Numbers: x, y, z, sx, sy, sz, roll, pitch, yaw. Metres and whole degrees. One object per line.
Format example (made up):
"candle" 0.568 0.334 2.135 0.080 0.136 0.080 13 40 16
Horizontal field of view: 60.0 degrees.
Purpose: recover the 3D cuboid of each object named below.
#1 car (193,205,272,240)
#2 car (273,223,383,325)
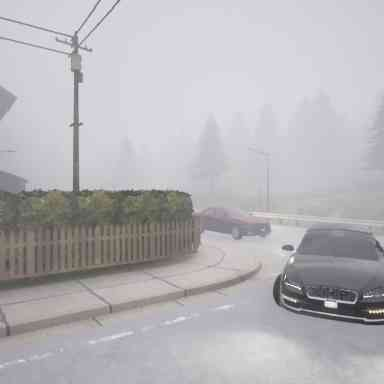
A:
"car" 1.953 1.478 17.498 1.882 1.535 5.008 0 0 -33
"car" 3.250 1.505 7.362 1.837 1.490 4.892 0 0 27
